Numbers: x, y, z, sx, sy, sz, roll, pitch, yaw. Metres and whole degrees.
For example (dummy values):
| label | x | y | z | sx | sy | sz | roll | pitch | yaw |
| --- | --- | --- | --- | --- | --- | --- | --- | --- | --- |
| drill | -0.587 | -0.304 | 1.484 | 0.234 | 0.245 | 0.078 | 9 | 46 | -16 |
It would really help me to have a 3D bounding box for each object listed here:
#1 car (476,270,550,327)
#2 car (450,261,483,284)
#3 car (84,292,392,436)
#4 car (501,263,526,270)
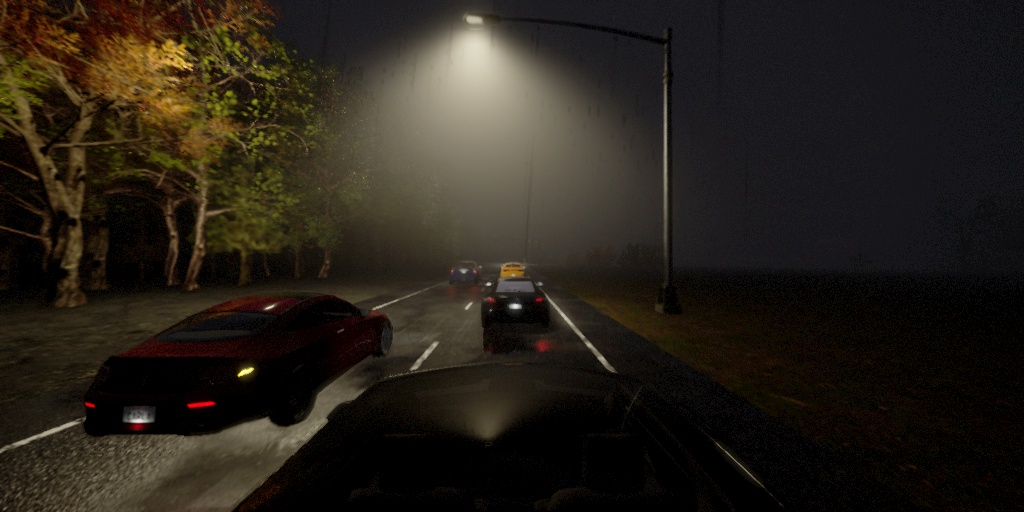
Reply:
| label | x | y | z | sx | sy | sz | roll | pitch | yaw |
| --- | --- | --- | --- | --- | --- | --- | --- | --- | --- |
| car | 0.097 | 1.335 | 11.652 | 1.994 | 1.385 | 4.181 | 0 | 0 | 0 |
| car | -3.406 | 1.155 | 27.426 | 2.097 | 1.767 | 4.553 | 0 | 0 | 0 |
| car | -3.400 | 1.284 | 5.573 | 1.812 | 1.442 | 4.674 | 0 | 0 | 0 |
| car | 0.094 | 1.284 | 29.363 | 1.882 | 1.535 | 5.008 | 0 | 0 | 0 |
